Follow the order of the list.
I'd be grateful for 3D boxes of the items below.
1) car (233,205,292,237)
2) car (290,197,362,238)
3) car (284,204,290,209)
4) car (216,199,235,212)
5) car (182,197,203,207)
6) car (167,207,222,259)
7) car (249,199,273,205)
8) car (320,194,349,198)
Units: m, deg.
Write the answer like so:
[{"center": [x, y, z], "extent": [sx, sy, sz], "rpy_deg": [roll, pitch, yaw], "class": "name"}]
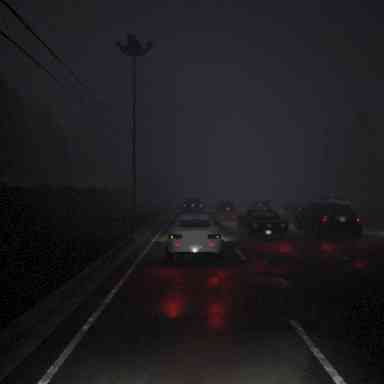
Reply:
[{"center": [3.586, 1.583, 17.782], "extent": [1.895, 1.301, 4.718], "rpy_deg": [0, 0, 0], "class": "car"}, {"center": [7.084, 1.334, 17.780], "extent": [2.097, 1.767, 4.553], "rpy_deg": [0, 0, 0], "class": "car"}, {"center": [10.574, 1.567, 32.992], "extent": [1.895, 1.301, 4.718], "rpy_deg": [0, 0, 0], "class": "car"}, {"center": [3.559, 1.489, 35.568], "extent": [1.812, 1.442, 4.674], "rpy_deg": [0, 0, 0], "class": "car"}, {"center": [0.072, 1.317, 34.290], "extent": [2.097, 1.767, 4.553], "rpy_deg": [0, 0, 0], "class": "car"}, {"center": [0.082, 1.513, 12.417], "extent": [1.812, 1.442, 4.674], "rpy_deg": [0, 0, 0], "class": "car"}, {"center": [7.073, 1.456, 34.561], "extent": [2.128, 1.511, 4.902], "rpy_deg": [0, 0, 0], "class": "car"}, {"center": [14.075, 1.187, 33.664], "extent": [2.150, 2.045, 5.566], "rpy_deg": [0, 0, 0], "class": "car"}]
